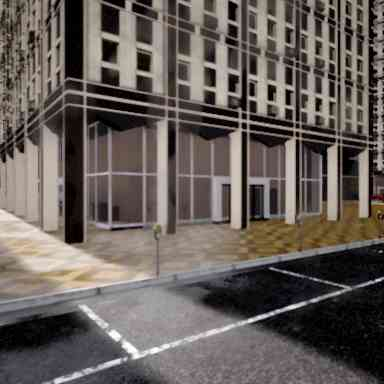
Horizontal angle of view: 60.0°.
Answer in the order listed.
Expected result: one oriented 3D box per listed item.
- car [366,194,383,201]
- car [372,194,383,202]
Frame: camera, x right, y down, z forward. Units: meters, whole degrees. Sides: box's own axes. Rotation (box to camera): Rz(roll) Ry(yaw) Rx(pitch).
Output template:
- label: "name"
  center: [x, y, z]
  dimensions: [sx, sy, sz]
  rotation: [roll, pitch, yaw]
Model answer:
- label: "car"
  center: [37.099, 1.038, 65.812]
  dimensions: [1.802, 1.307, 4.206]
  rotation: [1, 0, -36]
- label: "car"
  center: [33.574, 1.151, 56.349]
  dimensions: [1.802, 1.307, 4.206]
  rotation: [1, 0, -36]
